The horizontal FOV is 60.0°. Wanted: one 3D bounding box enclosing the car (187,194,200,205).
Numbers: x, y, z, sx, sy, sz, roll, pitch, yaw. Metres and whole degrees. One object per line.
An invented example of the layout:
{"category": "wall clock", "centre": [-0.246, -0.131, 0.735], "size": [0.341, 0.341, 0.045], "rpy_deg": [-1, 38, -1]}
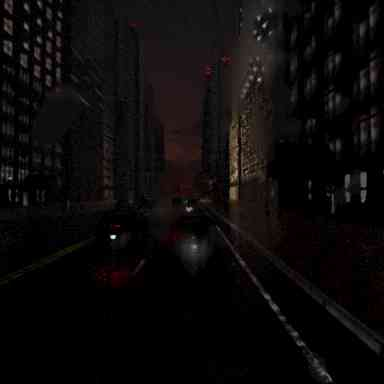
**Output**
{"category": "car", "centre": [0.068, 1.725, 65.789], "size": [1.882, 1.535, 5.008], "rpy_deg": [0, 0, 0]}

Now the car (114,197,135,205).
{"category": "car", "centre": [-9.787, 1.703, 47.334], "size": [1.812, 1.442, 4.674], "rpy_deg": [0, 0, 0]}

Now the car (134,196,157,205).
{"category": "car", "centre": [-6.538, 1.703, 47.334], "size": [1.812, 1.442, 4.674], "rpy_deg": [0, 0, 0]}

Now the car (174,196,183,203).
{"category": "car", "centre": [-3.171, 1.687, 76.633], "size": [1.837, 1.490, 4.892], "rpy_deg": [0, 0, 0]}

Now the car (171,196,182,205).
{"category": "car", "centre": [-3.182, 1.797, 66.208], "size": [2.033, 1.411, 5.357], "rpy_deg": [0, 0, 0]}

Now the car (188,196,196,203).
{"category": "car", "centre": [0.079, 1.675, 76.213], "size": [1.837, 1.490, 4.892], "rpy_deg": [0, 0, 0]}

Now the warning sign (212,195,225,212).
{"category": "warning sign", "centre": [2.872, 1.252, 36.402], "size": [1.300, 1.860, 1.060], "rpy_deg": [-1, -1, 0]}

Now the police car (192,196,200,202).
{"category": "police car", "centre": [1.064, 1.751, 86.501], "size": [1.930, 1.638, 5.238], "rpy_deg": [0, 0, 0]}

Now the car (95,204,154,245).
{"category": "car", "centre": [-3.143, 1.554, 15.730], "size": [1.837, 1.490, 4.892], "rpy_deg": [0, 0, 0]}

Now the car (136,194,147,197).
{"category": "car", "centre": [-9.698, 1.465, 63.852], "size": [2.150, 2.045, 5.566], "rpy_deg": [0, 0, 0]}

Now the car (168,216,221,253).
{"category": "car", "centre": [0.095, 1.651, 13.832], "size": [1.895, 1.301, 4.718], "rpy_deg": [0, 0, 0]}

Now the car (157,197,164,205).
{"category": "car", "centre": [-6.461, 1.741, 63.107], "size": [1.837, 1.490, 4.892], "rpy_deg": [0, 0, 1]}
